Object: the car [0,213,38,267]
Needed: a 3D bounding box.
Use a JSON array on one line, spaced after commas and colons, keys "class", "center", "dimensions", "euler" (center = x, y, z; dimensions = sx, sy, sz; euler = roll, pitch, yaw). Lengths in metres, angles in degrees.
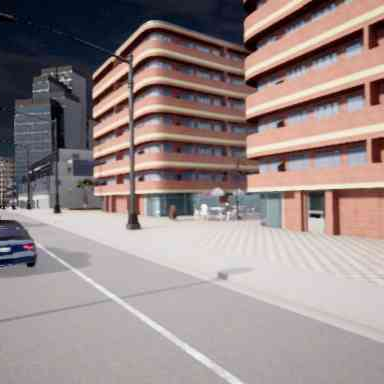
[{"class": "car", "center": [-6.584, 1.672, 11.331], "dimensions": [2.033, 1.411, 5.357], "euler": [0, 0, -34]}]
